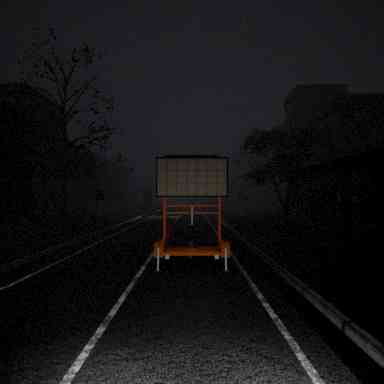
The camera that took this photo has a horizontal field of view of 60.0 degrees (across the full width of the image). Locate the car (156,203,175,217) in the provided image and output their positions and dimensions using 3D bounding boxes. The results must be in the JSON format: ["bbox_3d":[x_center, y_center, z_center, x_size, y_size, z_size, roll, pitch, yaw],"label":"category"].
[{"bbox_3d":[-2.995,2.038,38.428,1.812,1.442,4.674,0,-1,0],"label":"car"}]

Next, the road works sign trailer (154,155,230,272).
[{"bbox_3d":[0.001,0.566,11.182,2.380,3.560,2.880,0,-1,0],"label":"road works sign trailer"}]
